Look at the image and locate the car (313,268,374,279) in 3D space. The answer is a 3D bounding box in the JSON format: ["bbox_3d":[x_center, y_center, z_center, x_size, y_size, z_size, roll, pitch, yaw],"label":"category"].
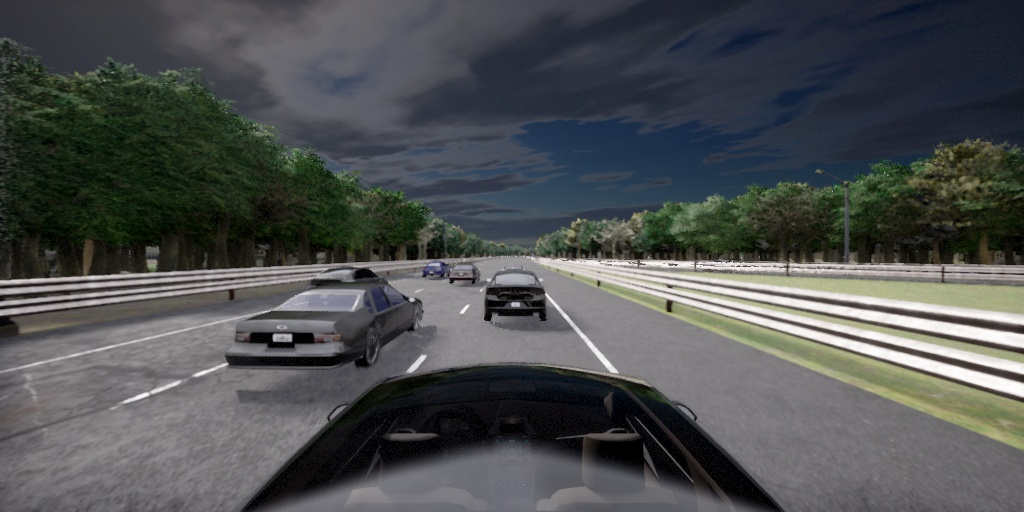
[{"bbox_3d":[-6.901,1.227,15.482,1.837,1.490,4.892,0,0,0],"label":"car"}]

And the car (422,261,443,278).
[{"bbox_3d":[-6.891,1.202,32.954,1.812,1.442,4.674,0,0,0],"label":"car"}]

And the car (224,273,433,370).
[{"bbox_3d":[-3.392,1.271,7.788,2.033,1.411,5.357,1,0,0],"label":"car"}]

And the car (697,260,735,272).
[{"bbox_3d":[27.214,1.320,47.975,2.033,1.649,4.856,0,0,-24],"label":"car"}]

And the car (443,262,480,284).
[{"bbox_3d":[-3.397,1.254,26.445,2.033,1.411,5.357,0,0,0],"label":"car"}]

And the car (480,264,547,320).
[{"bbox_3d":[0.102,1.205,12.540,1.882,1.535,5.008,0,0,0],"label":"car"}]
